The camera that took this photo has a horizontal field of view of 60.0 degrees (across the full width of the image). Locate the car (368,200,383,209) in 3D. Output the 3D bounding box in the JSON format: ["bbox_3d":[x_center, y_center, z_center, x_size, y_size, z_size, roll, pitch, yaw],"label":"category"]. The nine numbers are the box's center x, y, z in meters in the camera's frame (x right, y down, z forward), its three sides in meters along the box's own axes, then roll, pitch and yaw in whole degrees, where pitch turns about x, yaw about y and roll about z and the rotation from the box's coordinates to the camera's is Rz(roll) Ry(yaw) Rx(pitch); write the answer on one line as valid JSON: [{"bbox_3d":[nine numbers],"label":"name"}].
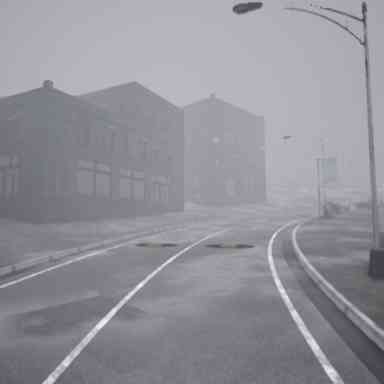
[{"bbox_3d":[33.014,2.130,56.977,5.357,1.411,2.033,0,-5,-25],"label":"car"}]

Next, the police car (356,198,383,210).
[{"bbox_3d":[25.415,1.708,47.612,5.238,1.638,1.930,0,-4,-35],"label":"police car"}]

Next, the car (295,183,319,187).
[{"bbox_3d":[28.295,-1.431,83.049,4.892,1.521,2.231,0,-5,-4],"label":"car"}]

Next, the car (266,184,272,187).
[{"bbox_3d":[17.383,-1.537,82.244,4.553,1.767,2.185,0,-5,-4],"label":"car"}]

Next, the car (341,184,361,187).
[{"bbox_3d":[39.323,-1.357,83.989,4.674,1.452,2.002,0,-5,-5],"label":"car"}]

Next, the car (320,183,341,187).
[{"bbox_3d":[33.799,-1.428,83.469,4.892,1.521,2.231,0,-5,-4],"label":"car"}]

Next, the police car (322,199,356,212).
[{"bbox_3d":[18.069,1.727,41.516,5.238,1.638,1.930,0,-4,-45],"label":"police car"}]
